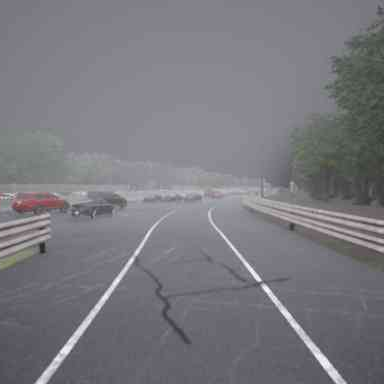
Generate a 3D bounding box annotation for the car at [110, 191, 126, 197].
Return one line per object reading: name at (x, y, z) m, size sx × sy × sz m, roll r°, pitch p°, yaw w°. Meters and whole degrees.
car at (-18.856, 0.497, 84.989) m, size 1.882 × 1.535 × 5.008 m, roll 0°, pitch 1°, yaw 18°

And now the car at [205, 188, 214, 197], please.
car at (4.344, 0.197, 77.106) m, size 2.150 × 2.045 × 5.566 m, roll 0°, pitch 1°, yaw 18°

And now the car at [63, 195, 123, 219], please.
car at (-7.984, 1.306, 27.403) m, size 1.837 × 1.490 × 4.892 m, roll 0°, pitch 1°, yaw 18°

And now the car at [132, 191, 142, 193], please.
car at (-12.099, 0.539, 83.134) m, size 2.033 × 1.411 × 5.357 m, roll 0°, pitch 1°, yaw 18°

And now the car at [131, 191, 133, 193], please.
car at (-15.430, 0.531, 84.206) m, size 1.812 × 1.442 × 4.674 m, roll 0°, pitch 1°, yaw 18°

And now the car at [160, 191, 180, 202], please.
car at (-3.046, 0.892, 54.155) m, size 1.812 × 1.442 × 4.674 m, roll 0°, pitch 1°, yaw 18°

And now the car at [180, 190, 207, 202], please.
car at (0.286, 0.850, 53.088) m, size 2.128 × 1.511 × 4.902 m, roll 0°, pitch 1°, yaw 18°

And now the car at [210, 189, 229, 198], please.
car at (5.819, 0.621, 70.267) m, size 1.994 × 1.385 × 4.181 m, roll 0°, pitch 1°, yaw 18°

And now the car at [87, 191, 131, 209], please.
car at (-9.097, 0.911, 35.361) m, size 2.150 × 2.045 × 5.566 m, roll 0°, pitch 1°, yaw 18°

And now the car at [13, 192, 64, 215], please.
car at (-14.084, 1.007, 31.298) m, size 2.150 × 2.045 × 5.566 m, roll 0°, pitch 1°, yaw 18°

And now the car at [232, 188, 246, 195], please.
car at (13.191, 0.227, 93.155) m, size 1.994 × 1.385 × 4.181 m, roll 0°, pitch 1°, yaw 18°

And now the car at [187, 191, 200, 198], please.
car at (0.386, 0.566, 76.231) m, size 1.994 × 1.385 × 4.181 m, roll 0°, pitch 1°, yaw 18°

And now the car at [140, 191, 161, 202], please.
car at (-6.379, 0.938, 55.224) m, size 1.994 × 1.385 × 4.181 m, roll 0°, pitch 1°, yaw 18°
